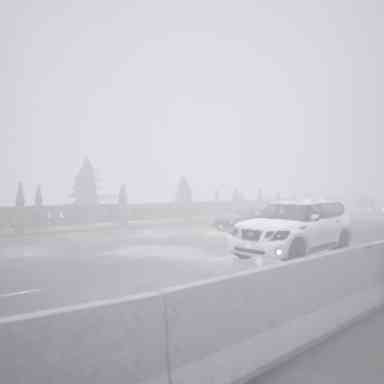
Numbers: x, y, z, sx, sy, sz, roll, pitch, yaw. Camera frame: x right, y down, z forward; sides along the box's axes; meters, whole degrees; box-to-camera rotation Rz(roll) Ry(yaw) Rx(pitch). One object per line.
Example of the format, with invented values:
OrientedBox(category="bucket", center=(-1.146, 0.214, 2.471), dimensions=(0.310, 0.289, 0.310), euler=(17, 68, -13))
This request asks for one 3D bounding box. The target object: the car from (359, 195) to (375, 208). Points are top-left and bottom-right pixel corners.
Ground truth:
OrientedBox(category="car", center=(27.954, 1.438, 53.570), dimensions=(2.150, 2.045, 5.566), euler=(0, 0, 36))

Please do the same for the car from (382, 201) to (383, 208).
OrientedBox(category="car", center=(30.824, 1.710, 51.571), dimensions=(1.837, 1.490, 4.892), euler=(0, 0, 36))

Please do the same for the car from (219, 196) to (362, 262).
OrientedBox(category="car", center=(3.713, 1.273, 11.794), dimensions=(5.566, 2.045, 2.150), euler=(0, 0, -43))

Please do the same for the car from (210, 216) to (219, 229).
OrientedBox(category="car", center=(3.507, 1.641, 21.298), dimensions=(2.033, 1.411, 5.357), euler=(0, 0, 44))

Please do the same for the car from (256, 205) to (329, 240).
OrientedBox(category="car", center=(5.756, 1.558, 18.679), dimensions=(1.882, 1.535, 5.008), euler=(0, 0, 43))
